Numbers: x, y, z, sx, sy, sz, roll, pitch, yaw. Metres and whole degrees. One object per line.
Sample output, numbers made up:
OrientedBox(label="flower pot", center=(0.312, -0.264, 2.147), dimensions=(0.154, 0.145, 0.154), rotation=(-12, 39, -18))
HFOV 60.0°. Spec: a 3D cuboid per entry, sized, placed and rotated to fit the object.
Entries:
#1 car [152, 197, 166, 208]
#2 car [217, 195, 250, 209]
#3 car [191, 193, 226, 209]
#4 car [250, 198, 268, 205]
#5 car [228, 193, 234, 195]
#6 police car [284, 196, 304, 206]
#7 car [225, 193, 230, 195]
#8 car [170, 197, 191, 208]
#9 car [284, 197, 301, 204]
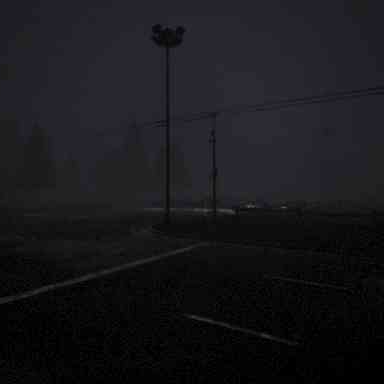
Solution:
OrientedBox(label="car", center=(-3.881, 1.529, 49.951), dimensions=(1.882, 1.535, 5.008), rotation=(0, 0, 36))
OrientedBox(label="car", center=(5.742, 1.564, 45.330), dimensions=(1.812, 1.442, 4.674), rotation=(0, 0, 36))
OrientedBox(label="car", center=(2.369, 1.396, 46.646), dimensions=(2.097, 1.767, 4.553), rotation=(0, 0, 36))
OrientedBox(label="car", center=(11.893, 1.647, 59.578), dimensions=(1.895, 1.301, 4.718), rotation=(0, 0, 37))
OrientedBox(label="car", center=(9.172, 1.528, 61.765), dimensions=(1.882, 1.535, 5.008), rotation=(0, 0, 37))
OrientedBox(label="police car", center=(16.541, 1.461, 53.984), dimensions=(1.930, 1.638, 5.238), rotation=(0, 0, 36))
OrientedBox(label="car", center=(6.208, 1.276, 63.614), dimensions=(2.150, 2.045, 5.566), rotation=(0, 0, 37))
OrientedBox(label="car", center=(-0.995, 1.648, 47.975), dimensions=(1.895, 1.301, 4.718), rotation=(0, 0, 36))
OrientedBox(label="car", center=(19.245, 1.607, 63.601), dimensions=(1.994, 1.385, 4.181), rotation=(0, 0, 36))
